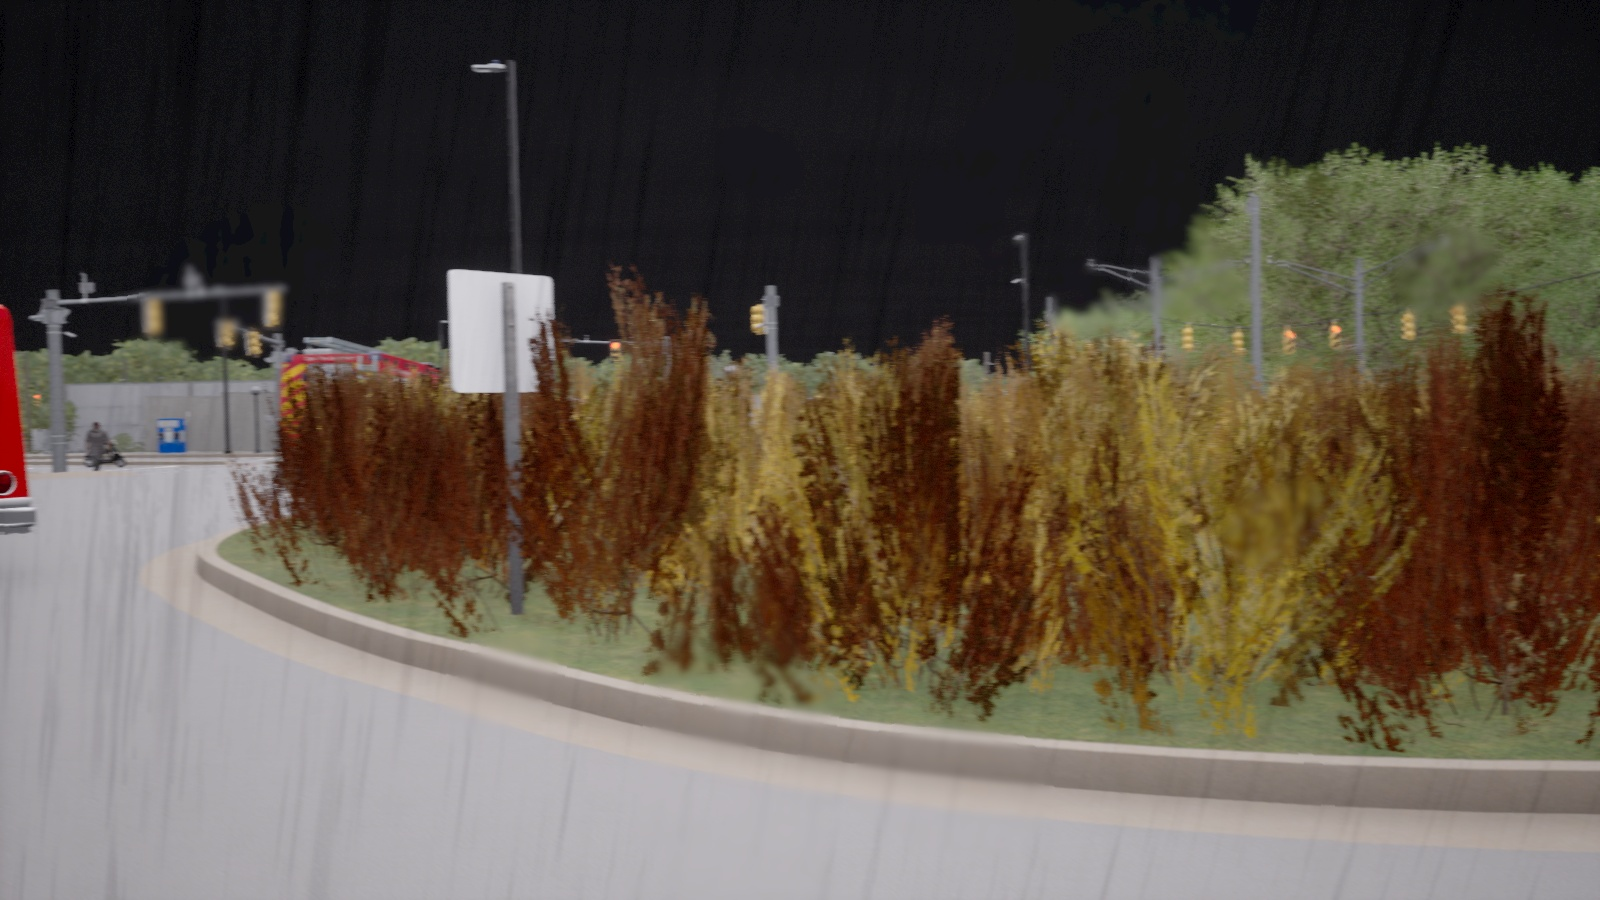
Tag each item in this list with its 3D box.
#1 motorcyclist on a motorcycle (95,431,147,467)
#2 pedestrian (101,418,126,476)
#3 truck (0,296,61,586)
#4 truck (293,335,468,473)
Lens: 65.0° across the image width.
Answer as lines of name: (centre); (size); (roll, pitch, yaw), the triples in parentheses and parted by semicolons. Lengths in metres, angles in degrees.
motorcyclist on a motorcycle: (-30.345, -0.053, 56.124); (1.817, 1.590, 0.866); (0, 1, -7)
pedestrian: (-23.807, -0.114, 43.556); (0.659, 1.952, 0.873); (-2, 2, -27)
truck: (-9.522, -0.054, 10.891); (5.204, 2.467, 2.627); (0, 1, 20)
truck: (-12.884, -1.309, 39.502); (2.891, 3.827, 8.468); (-1, 0, -2)
